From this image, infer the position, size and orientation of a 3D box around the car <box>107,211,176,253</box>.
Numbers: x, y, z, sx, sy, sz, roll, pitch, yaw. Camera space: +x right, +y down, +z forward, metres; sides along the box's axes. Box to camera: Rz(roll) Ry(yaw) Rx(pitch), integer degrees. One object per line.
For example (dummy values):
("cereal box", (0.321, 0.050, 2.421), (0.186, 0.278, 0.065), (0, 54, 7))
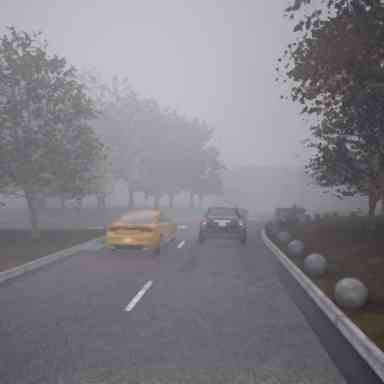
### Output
("car", (-1.896, 1.506, 13.828), (1.882, 1.535, 5.008), (0, -1, 7))

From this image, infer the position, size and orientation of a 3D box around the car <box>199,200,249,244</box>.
("car", (1.524, 1.423, 16.403), (2.097, 1.767, 4.553), (0, 0, 6))

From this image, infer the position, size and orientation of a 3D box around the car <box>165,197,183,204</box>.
("car", (-4.532, 2.670, 94.854), (4.792, 1.488, 2.163), (1, -1, -10))

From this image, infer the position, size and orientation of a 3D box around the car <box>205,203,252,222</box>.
("car", (3.274, 1.763, 28.846), (1.837, 1.490, 4.892), (0, -2, 35))

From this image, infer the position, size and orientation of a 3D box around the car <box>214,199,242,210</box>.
("car", (5.998, 2.084, 56.053), (2.097, 1.767, 4.553), (1, -1, -36))

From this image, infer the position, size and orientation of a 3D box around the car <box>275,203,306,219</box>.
("car", (9.617, 1.838, 32.328), (1.882, 1.535, 5.008), (0, -1, 34))

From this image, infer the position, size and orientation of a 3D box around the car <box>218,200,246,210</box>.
("car", (7.166, 2.278, 59.678), (1.882, 1.535, 5.008), (1, -1, -44))
